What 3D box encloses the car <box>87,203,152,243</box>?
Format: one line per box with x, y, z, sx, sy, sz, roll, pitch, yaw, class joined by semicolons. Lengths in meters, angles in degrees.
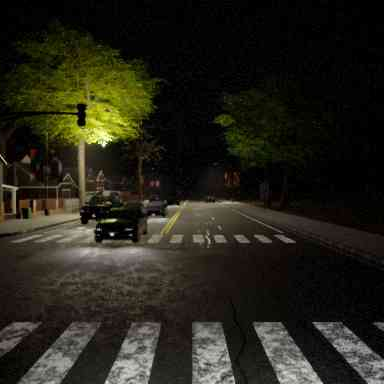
-3.271;1.500;16.081;1.837;1.490;4.892;0;0;0;car

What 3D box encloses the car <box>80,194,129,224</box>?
-6.484;1.213;24.679;2.150;2.045;5.566;0;0;0;car

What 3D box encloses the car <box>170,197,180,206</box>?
-3.025;1.558;53.716;1.994;1.385;4.181;0;0;1;car

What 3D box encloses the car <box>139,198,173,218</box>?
-3.200;1.538;30.373;2.033;1.411;5.357;0;0;0;car

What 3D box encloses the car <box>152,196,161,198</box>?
-6.216;1.487;57.818;2.128;1.511;4.902;0;0;0;car

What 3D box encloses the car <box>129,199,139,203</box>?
-6.413;1.537;37.289;2.033;1.411;5.357;0;0;0;car

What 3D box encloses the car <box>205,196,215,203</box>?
3.687;1.503;67.625;1.837;1.490;4.892;0;0;1;car
